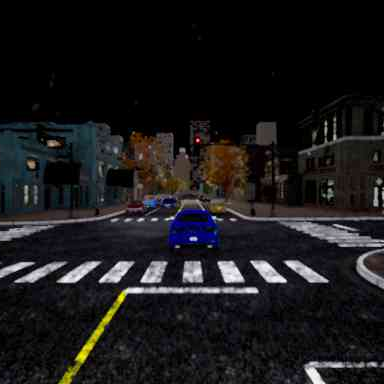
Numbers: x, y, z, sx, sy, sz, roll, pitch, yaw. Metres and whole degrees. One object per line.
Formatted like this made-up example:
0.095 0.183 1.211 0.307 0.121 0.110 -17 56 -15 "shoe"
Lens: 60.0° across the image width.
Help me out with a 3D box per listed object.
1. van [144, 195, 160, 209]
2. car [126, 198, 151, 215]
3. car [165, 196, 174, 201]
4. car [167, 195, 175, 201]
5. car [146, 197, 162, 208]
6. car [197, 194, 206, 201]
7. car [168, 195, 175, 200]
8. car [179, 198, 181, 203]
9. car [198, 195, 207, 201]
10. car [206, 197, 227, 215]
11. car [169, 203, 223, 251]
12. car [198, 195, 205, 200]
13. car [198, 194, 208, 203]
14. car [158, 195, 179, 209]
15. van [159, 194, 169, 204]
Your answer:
-5.727 1.369 45.471 1.690 1.788 3.998 0 0 0 "van"
-5.717 1.603 34.378 1.802 1.307 4.206 0 0 0 "car"
-5.754 1.615 84.295 1.947 1.339 4.313 0 0 0 "car"
-5.758 1.596 89.841 1.887 1.381 4.507 0 0 0 "car"
-5.730 1.575 51.018 1.887 1.381 4.507 0 0 0 "car"
2.621 1.366 89.848 2.192 1.841 5.009 -1 0 0 "car"
-5.762 1.636 95.387 1.802 1.307 4.206 0 0 0 "car"
-3.082 1.528 61.530 2.128 1.511 4.902 0 0 1 "car"
2.627 1.593 84.301 1.887 1.381 4.507 -1 0 0 "car"
2.663 1.546 34.555 1.752 1.417 4.829 -1 0 0 "car"
0.064 1.505 14.438 1.882 1.535 5.008 -1 1 0 "car"
2.619 1.599 95.394 1.887 1.381 4.507 -1 0 0 "car"
2.643 1.587 62.116 2.008 1.369 4.403 -1 0 0 "car"
-3.124 1.553 45.011 1.812 1.442 4.674 0 0 0 "car"
-5.743 1.381 67.656 1.690 1.788 3.998 0 0 0 "van"
